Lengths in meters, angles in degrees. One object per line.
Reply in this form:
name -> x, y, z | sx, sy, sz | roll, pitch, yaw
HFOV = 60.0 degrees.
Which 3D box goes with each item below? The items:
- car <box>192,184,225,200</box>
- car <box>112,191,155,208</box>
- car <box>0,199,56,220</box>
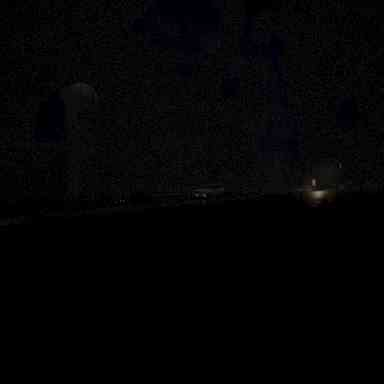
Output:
car -> 2.292, -0.013, 44.657 | 2.150, 2.045, 5.566 | -1, 1, 36
car -> -5.777, 0.711, 33.389 | 1.837, 1.490, 4.892 | -1, 1, 36
car -> -12.445, 1.195, 23.978 | 1.895, 1.301, 4.718 | -1, 1, 34
